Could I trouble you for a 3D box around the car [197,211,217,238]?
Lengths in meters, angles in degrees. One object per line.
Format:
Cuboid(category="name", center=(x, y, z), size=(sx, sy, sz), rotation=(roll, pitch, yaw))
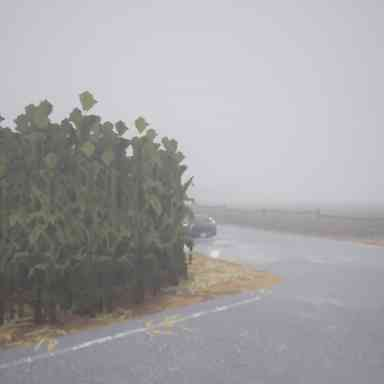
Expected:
Cuboid(category="car", center=(-0.763, 1.358, 16.858), size=(2.097, 1.767, 4.553), rotation=(0, 0, -35))
